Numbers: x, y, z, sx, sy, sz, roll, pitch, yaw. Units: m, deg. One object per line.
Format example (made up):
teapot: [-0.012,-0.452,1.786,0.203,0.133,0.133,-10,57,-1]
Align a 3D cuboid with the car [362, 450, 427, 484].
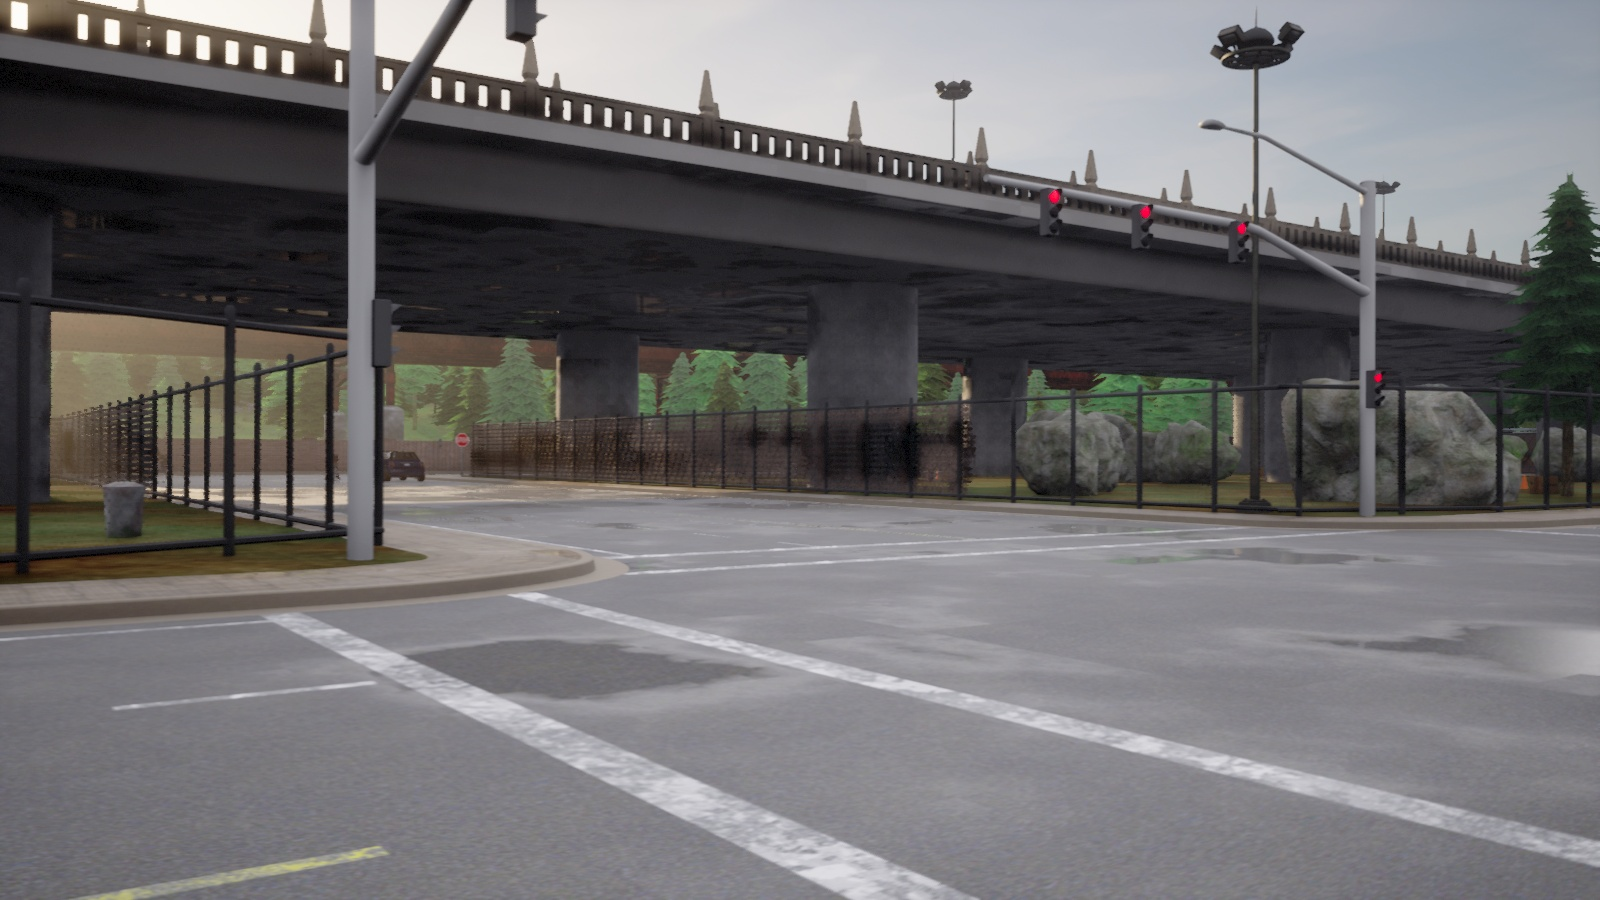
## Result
car: [-22.041,0.905,68.197,2.097,1.767,4.553,0,0,-35]
